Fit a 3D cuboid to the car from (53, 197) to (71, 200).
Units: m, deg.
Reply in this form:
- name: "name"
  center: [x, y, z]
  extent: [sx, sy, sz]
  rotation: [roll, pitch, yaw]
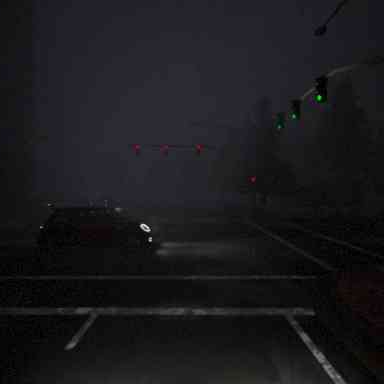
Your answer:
- name: "car"
  center: [-22.980, 1.468, 59.856]
  extent: [4.718, 1.301, 1.895]
  rotation: [0, 0, 37]

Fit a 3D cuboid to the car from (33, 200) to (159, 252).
- name: "car"
  center: [-3.636, 1.363, 13.404]
  extent: [4.553, 1.767, 2.097]
  rotation: [0, 0, 0]

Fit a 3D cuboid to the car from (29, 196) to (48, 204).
- name: "car"
  center: [-27.116, 1.435, 58.426]
  extent: [4.181, 1.385, 1.994]
  rotation: [0, 0, 33]

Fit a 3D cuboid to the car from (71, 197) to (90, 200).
- name: "car"
  center: [-14.492, 1.406, 44.254]
  extent: [1.837, 1.490, 4.892]
  rotation: [0, 0, -27]

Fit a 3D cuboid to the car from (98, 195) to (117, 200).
- name: "car"
  center: [-11.725, 1.250, 46.416]
  extent: [2.097, 1.767, 4.553]
  rotation: [0, 0, -29]
